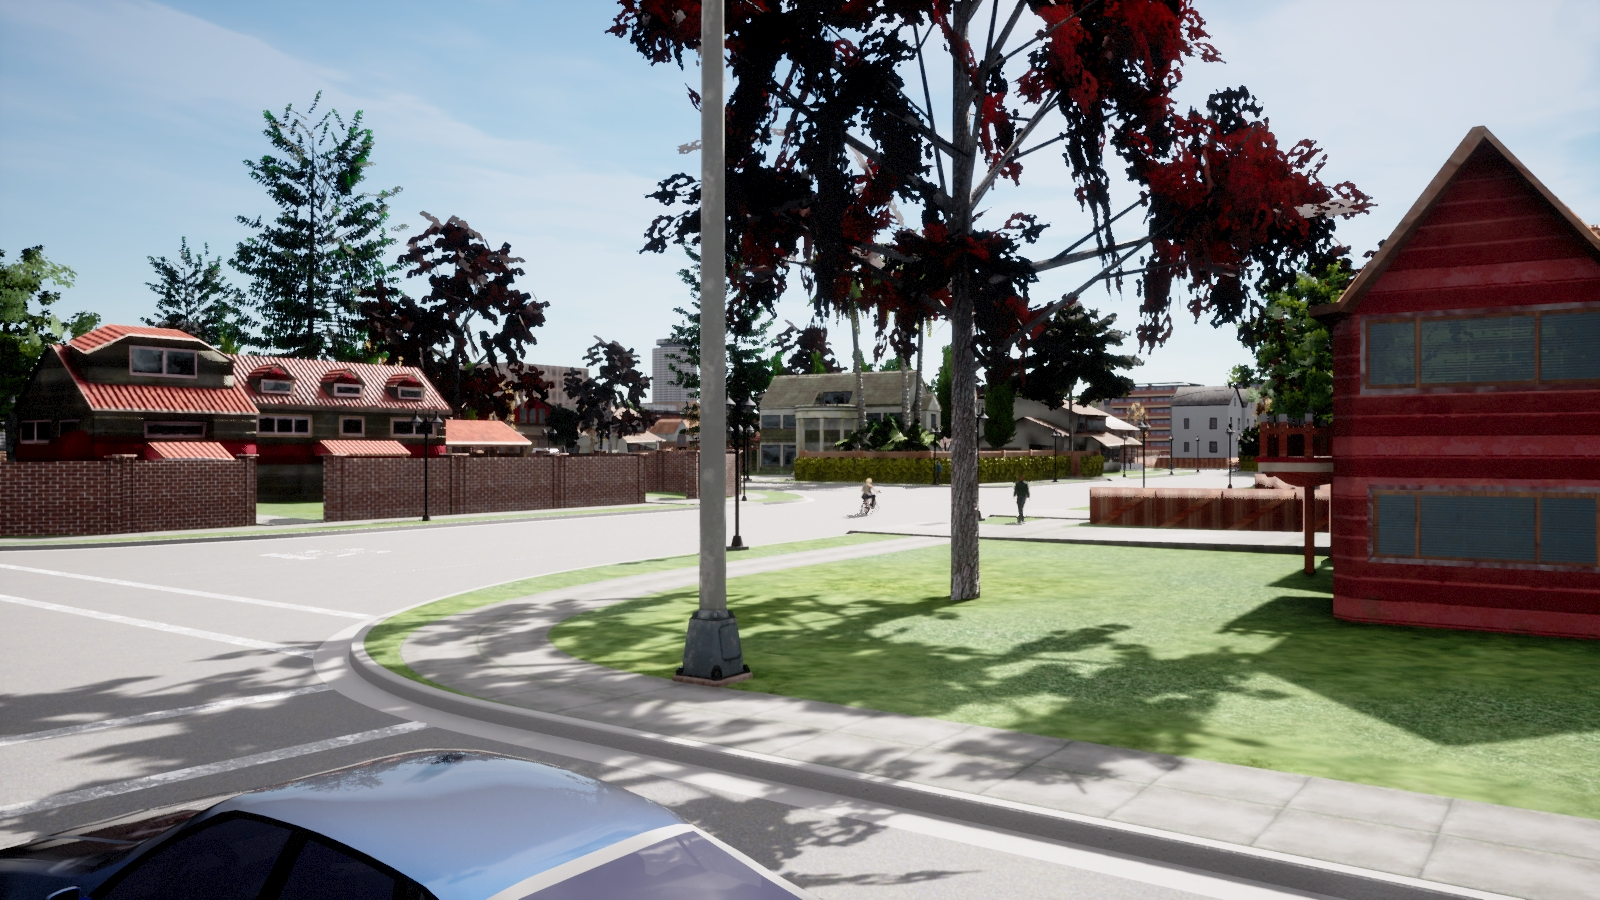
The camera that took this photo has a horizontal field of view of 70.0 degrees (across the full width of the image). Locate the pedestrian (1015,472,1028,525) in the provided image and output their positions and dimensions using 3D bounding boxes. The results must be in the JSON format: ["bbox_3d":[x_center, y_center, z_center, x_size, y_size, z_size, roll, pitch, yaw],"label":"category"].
[{"bbox_3d":[7.880,1.704,40.598,0.375,1.860,0.375,0,0,23],"label":"pedestrian"}]

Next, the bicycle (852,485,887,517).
[{"bbox_3d":[2.967,2.145,48.498,0.859,1.301,1.487,0,0,34],"label":"bicycle"}]

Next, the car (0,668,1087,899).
[{"bbox_3d":[-1.713,2.106,4.943,5.357,1.411,2.033,0,0,36],"label":"car"}]
